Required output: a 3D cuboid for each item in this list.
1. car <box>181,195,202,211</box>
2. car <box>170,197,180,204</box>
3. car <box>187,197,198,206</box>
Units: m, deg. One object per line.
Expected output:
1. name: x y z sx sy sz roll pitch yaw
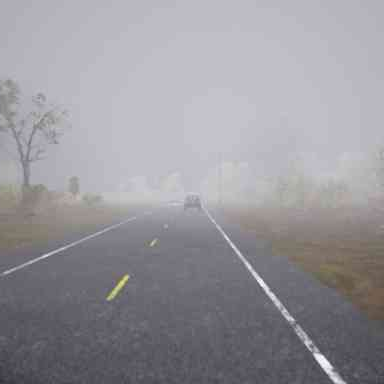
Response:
1. car: 0.096 1.374 43.041 2.150 2.045 5.566 0 0 0
2. car: -3.508 1.768 69.979 1.994 1.385 4.181 0 0 0
3. car: 0.093 1.669 58.793 1.882 1.535 5.008 0 0 0
